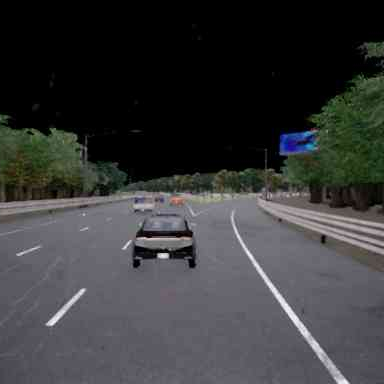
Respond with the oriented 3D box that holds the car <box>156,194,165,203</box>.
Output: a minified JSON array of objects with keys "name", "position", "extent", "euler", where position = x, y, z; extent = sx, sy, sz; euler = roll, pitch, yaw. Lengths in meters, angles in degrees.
[{"name":"car","position":[-6.770,1.488,68.976],"extent":[1.837,1.490,4.892],"euler":[0,-1,-4]}]

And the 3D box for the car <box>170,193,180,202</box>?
[{"name":"car","position":[-3.945,1.241,76.890],"extent":[2.150,2.045,5.566],"euler":[0,0,-5]}]

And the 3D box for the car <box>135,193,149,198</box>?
[{"name":"car","position":[-9.901,1.441,63.731],"extent":[1.882,1.535,5.008],"euler":[0,0,-4]}]

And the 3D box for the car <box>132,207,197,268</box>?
[{"name":"car","position":[-0.853,1.481,11.276],"extent":[2.128,1.511,4.902],"euler":[0,0,-2]}]

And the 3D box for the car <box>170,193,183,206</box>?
[{"name":"car","position":[-2.532,1.311,54.940],"extent":[2.097,1.767,4.553],"euler":[0,0,-3]}]

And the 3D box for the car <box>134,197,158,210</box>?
[{"name":"car","position":[-5.159,1.545,36.448],"extent":[1.895,1.301,4.718],"euler":[0,0,-2]}]

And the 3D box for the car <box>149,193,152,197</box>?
[{"name":"car","position":[-11.878,1.399,87.545],"extent":[2.097,1.767,4.553],"euler":[0,0,-5]}]
